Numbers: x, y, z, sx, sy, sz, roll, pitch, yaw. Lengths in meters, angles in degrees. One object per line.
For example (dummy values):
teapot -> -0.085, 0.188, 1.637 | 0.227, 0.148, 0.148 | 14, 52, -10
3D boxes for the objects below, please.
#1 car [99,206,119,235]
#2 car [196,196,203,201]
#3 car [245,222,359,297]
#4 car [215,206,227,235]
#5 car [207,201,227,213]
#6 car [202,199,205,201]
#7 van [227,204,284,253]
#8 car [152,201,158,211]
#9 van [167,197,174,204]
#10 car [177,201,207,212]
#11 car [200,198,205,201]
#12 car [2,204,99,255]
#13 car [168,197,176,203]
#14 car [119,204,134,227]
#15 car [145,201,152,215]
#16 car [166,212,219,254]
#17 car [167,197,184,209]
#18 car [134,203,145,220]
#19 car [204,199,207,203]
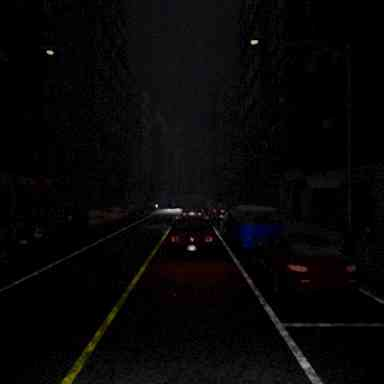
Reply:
car -> -5.855, 1.709, 19.512 | 1.752, 1.417, 4.829 | 0, -1, 0
car -> 2.823, 2.293, 87.906 | 1.967, 1.590, 4.097 | 0, -1, 0
car -> 2.670, 1.662, 8.505 | 1.802, 1.307, 4.206 | 0, -1, 0
car -> 2.671, 1.736, 19.694 | 2.008, 1.369, 4.403 | 0, -1, 0
car -> 2.672, 1.732, 30.882 | 1.967, 1.590, 4.097 | 0, -1, 0
car -> 2.675, 2.037, 47.663 | 1.802, 1.307, 4.206 | 0, -1, 0
van -> 2.670, 1.474, 14.101 | 1.690, 1.788, 3.998 | 0, -1, 0
car -> -5.851, 2.006, 47.659 | 2.008, 1.369, 4.403 | 0, -1, 0
van -> -5.703, 2.195, 87.944 | 1.690, 1.788, 3.998 | 0, -1, 0
car -> 0.005, 1.821, 28.988 | 2.033, 1.411, 5.357 | 0, -1, 0
car -> 2.675, 2.061, 53.257 | 2.008, 1.369, 4.403 | 0, -1, 0
car -> -5.855, 1.448, 14.088 | 2.192, 1.841, 5.009 | 0, -1, 0
car -> -5.677, 2.350, 93.611 | 1.967, 1.590, 4.097 | 0, -1, 0
car -> -5.854, 1.762, 25.108 | 1.752, 1.417, 4.829 | 0, -1, 0
car -> -5.853, 1.891, 36.468 | 1.887, 1.381, 4.507 | 0, -1, 0
car -> 0.004, 1.734, 14.104 | 1.895, 1.301, 4.718 | 0, 0, 0
car -> -2.995, 2.035, 56.446 | 2.128, 1.511, 4.902 | 0, -1, 0
car -> -5.853, 1.837, 30.872 | 1.887, 1.381, 4.507 | 0, -1, 0
car -> 2.673, 1.786, 36.476 | 1.967, 1.590, 4.097 | 0, -1, 0
